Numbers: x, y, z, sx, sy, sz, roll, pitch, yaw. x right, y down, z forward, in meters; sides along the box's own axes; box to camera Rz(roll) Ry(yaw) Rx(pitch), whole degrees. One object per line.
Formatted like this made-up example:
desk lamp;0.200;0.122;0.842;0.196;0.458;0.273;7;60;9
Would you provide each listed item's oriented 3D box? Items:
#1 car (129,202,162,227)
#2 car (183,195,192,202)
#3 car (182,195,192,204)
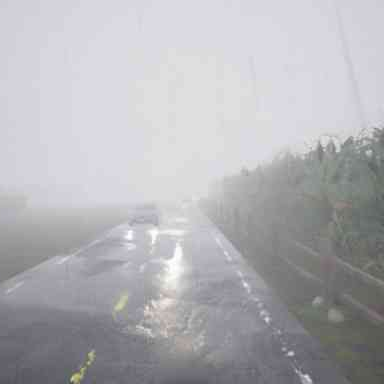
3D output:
car;-3.086;1.502;22.733;1.837;1.490;4.892;0;0;-1
car;-1.006;1.366;73.635;1.837;1.490;4.892;0;0;0
car;-1.002;1.481;63.239;1.837;1.490;4.892;0;0;0
